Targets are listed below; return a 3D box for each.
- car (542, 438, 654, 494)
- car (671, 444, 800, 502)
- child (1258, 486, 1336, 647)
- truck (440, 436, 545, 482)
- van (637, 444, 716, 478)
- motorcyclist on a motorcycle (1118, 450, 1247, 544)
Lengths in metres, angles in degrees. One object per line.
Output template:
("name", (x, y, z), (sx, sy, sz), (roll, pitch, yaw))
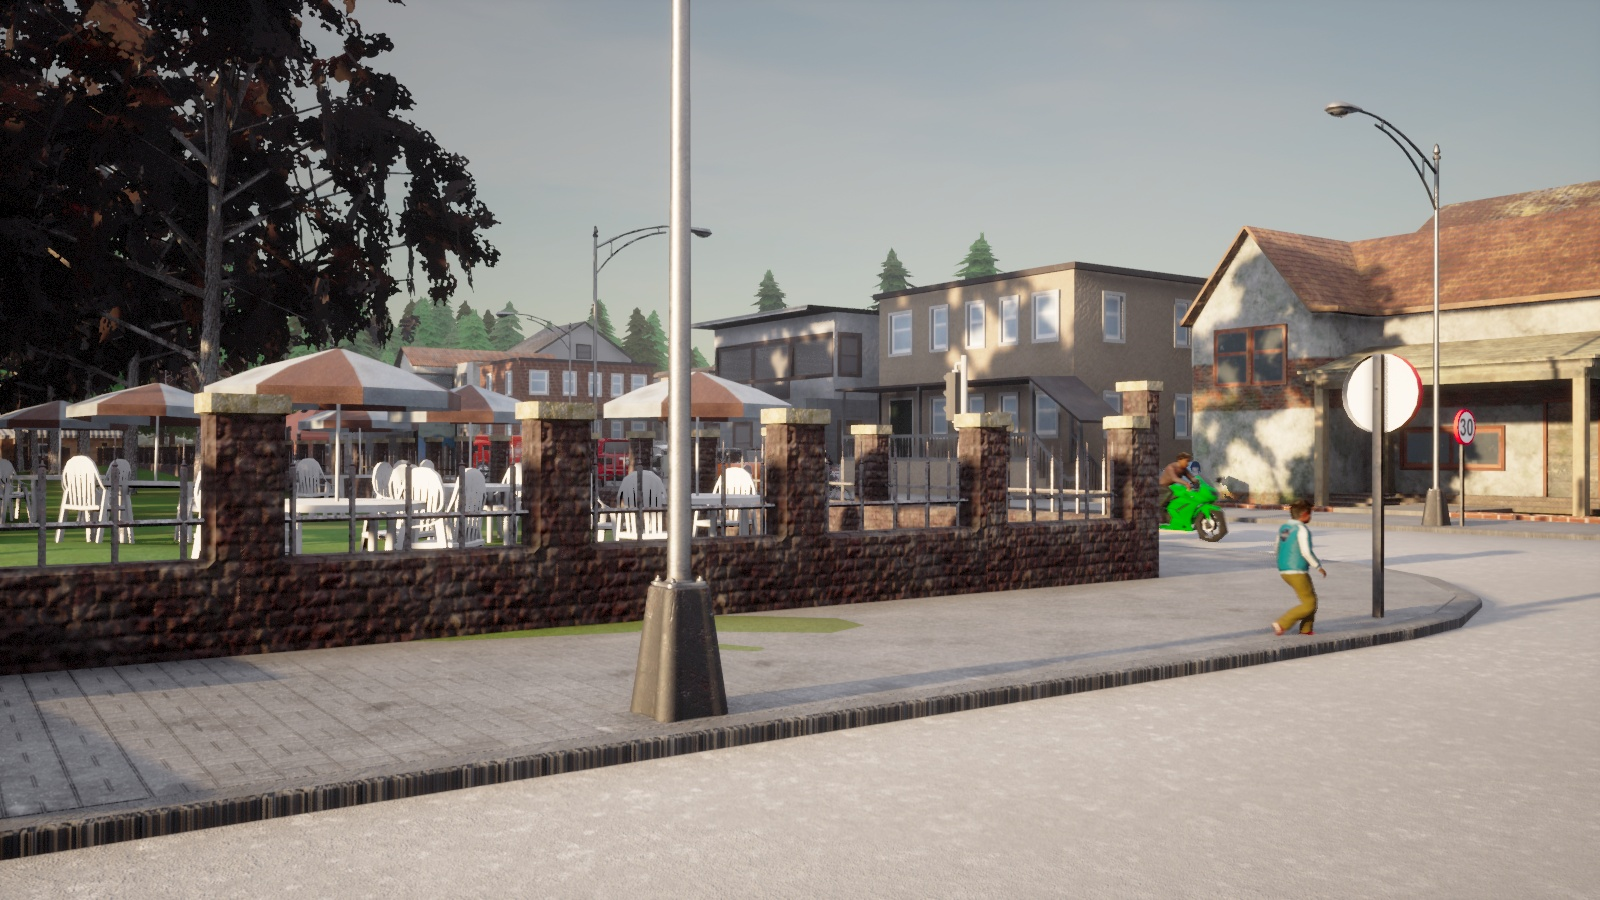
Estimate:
("car", (-7.976, 0.601, 49.126), (2.150, 2.045, 5.566), (0, 0, -35))
("car", (-2.155, 0.708, 40.806), (2.097, 1.767, 4.553), (0, 0, -35))
("child", (3.799, 0.881, 9.616), (0.448, 1.192, 0.343), (0, 0, -5))
("truck", (-17.418, 0.468, 71.322), (2.627, 2.467, 5.204), (2, 1, 44))
("van", (-7.770, 0.678, 78.972), (4.480, 2.038, 2.069), (0, 0, -35))
("motorcyclist on a motorcycle", (6.504, 0.764, 21.453), (0.797, 1.523, 2.044), (0, 0, -35))
